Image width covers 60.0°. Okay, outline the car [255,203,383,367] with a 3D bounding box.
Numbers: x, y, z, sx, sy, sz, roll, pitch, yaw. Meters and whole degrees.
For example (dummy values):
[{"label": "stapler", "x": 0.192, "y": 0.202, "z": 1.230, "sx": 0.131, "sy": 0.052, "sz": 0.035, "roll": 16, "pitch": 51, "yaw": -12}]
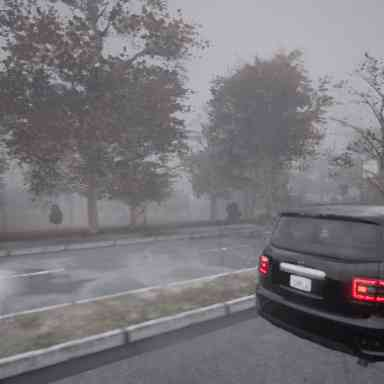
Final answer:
[{"label": "car", "x": 3.535, "y": 1.215, "z": 5.636, "sx": 5.566, "sy": 2.045, "sz": 2.150, "roll": 0, "pitch": 0, "yaw": -35}]
